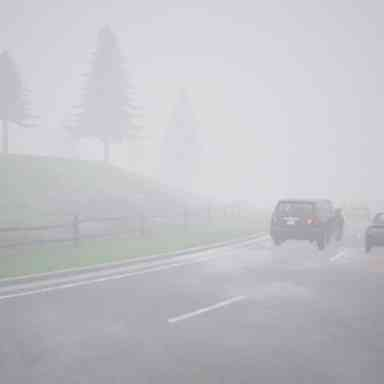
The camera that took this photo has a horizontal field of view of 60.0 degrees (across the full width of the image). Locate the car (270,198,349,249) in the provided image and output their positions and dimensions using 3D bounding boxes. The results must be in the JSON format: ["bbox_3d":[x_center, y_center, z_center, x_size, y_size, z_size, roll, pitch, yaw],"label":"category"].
[{"bbox_3d":[5.435,1.309,15.323,2.150,2.045,5.566,0,0,35],"label":"car"}]

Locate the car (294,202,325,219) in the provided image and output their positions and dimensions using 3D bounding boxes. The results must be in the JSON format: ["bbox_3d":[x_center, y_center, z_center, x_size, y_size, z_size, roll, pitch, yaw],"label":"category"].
[{"bbox_3d":[11.401,1.746,32.481,1.994,1.385,4.181,0,0,7],"label":"car"}]

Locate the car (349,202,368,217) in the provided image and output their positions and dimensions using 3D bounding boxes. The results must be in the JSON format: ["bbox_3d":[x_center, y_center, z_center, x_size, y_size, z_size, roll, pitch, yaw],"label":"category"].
[{"bbox_3d":[14.689,1.634,30.690,1.882,1.535,5.008,0,0,8],"label":"car"}]

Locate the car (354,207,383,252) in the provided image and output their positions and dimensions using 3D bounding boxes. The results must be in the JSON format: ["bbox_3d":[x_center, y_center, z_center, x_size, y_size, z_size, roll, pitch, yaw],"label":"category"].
[{"bbox_3d":[8.217,1.554,13.401,2.128,1.511,4.902,0,0,35],"label":"car"}]
